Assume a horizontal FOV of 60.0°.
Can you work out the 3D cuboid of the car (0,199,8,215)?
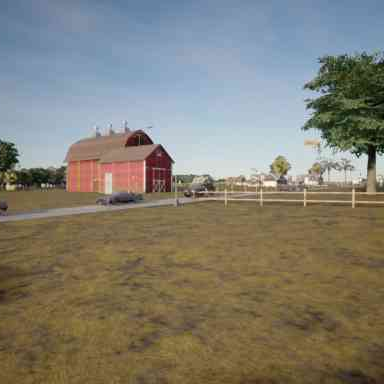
[{"bbox_3d":[-15.234,1.049,22.730,2.128,1.511,4.902,0,2,32],"label":"car"}]

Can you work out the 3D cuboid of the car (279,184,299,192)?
[{"bbox_3d":[18.927,-0.826,66.120,2.033,1.411,5.357,0,2,35],"label":"car"}]

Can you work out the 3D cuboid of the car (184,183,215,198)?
[{"bbox_3d":[1.119,-0.266,46.121,2.150,2.045,5.566,0,2,35],"label":"car"}]

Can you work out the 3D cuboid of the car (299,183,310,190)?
[{"bbox_3d":[24.957,-1.183,74.773,1.837,1.490,4.892,0,2,35],"label":"car"}]

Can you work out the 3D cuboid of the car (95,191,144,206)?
[{"bbox_3d":[-7.360,0.586,34.222,2.033,1.411,5.357,0,2,35],"label":"car"}]
